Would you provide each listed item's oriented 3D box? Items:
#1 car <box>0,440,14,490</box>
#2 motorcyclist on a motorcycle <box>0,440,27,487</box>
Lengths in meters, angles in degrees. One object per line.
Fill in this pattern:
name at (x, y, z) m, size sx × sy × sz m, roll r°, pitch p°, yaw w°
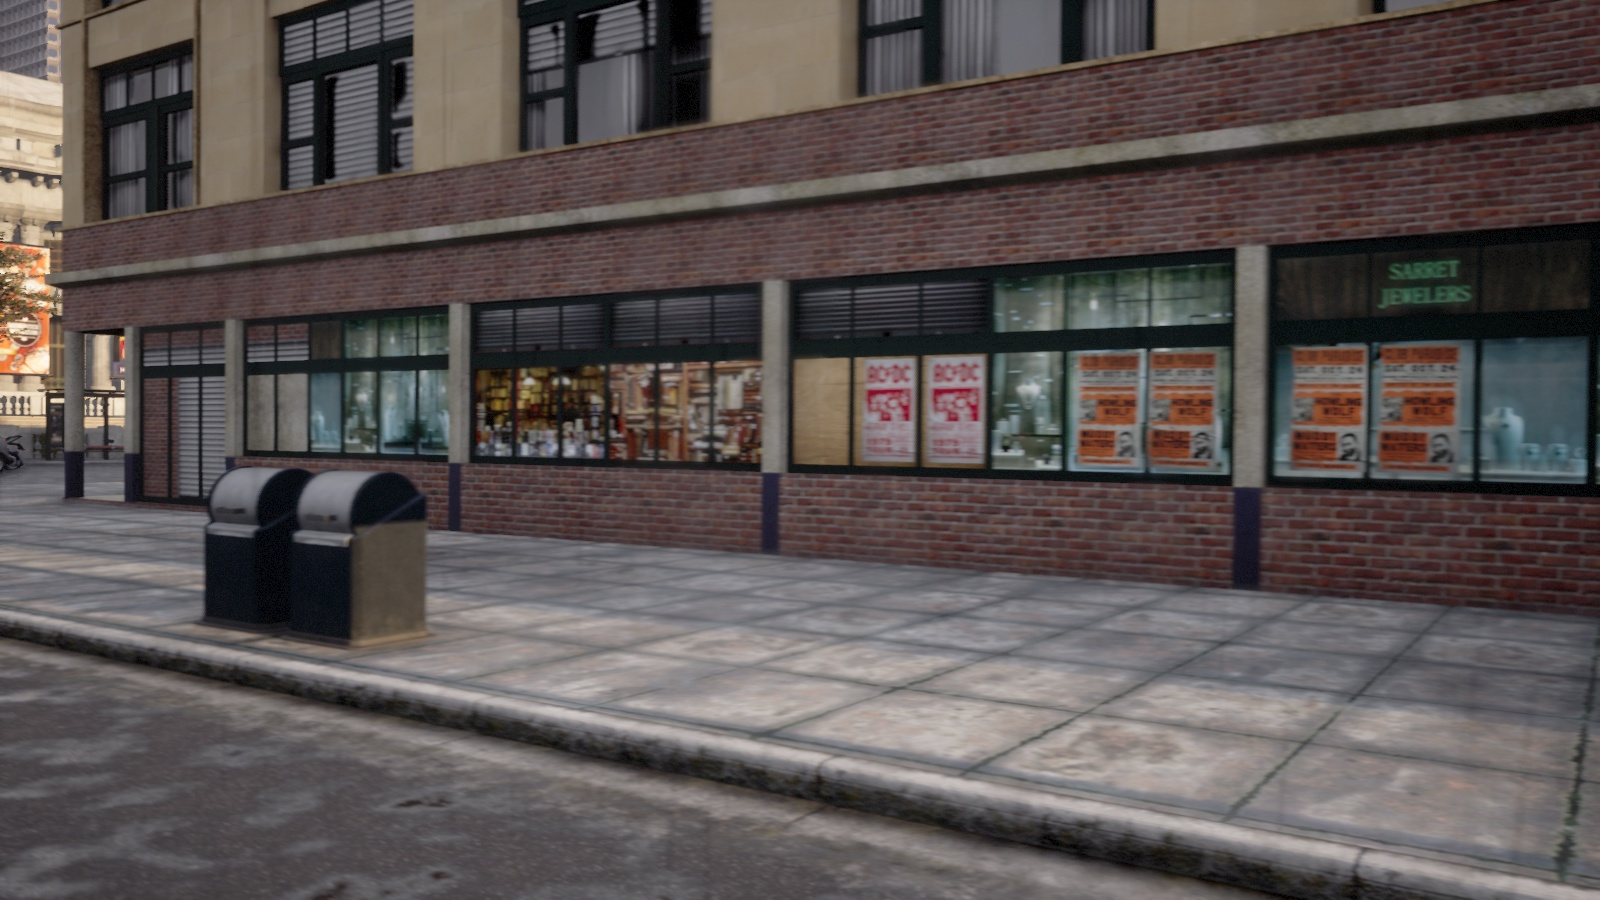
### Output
car at (-25.334, 0.475, 36.619) m, size 1.845 × 1.501 × 3.633 m, roll 0°, pitch 1°, yaw 34°
motorcyclist on a motorcycle at (-26.626, 0.448, 40.978) m, size 0.866 × 1.530 × 2.191 m, roll 0°, pitch 1°, yaw 34°
